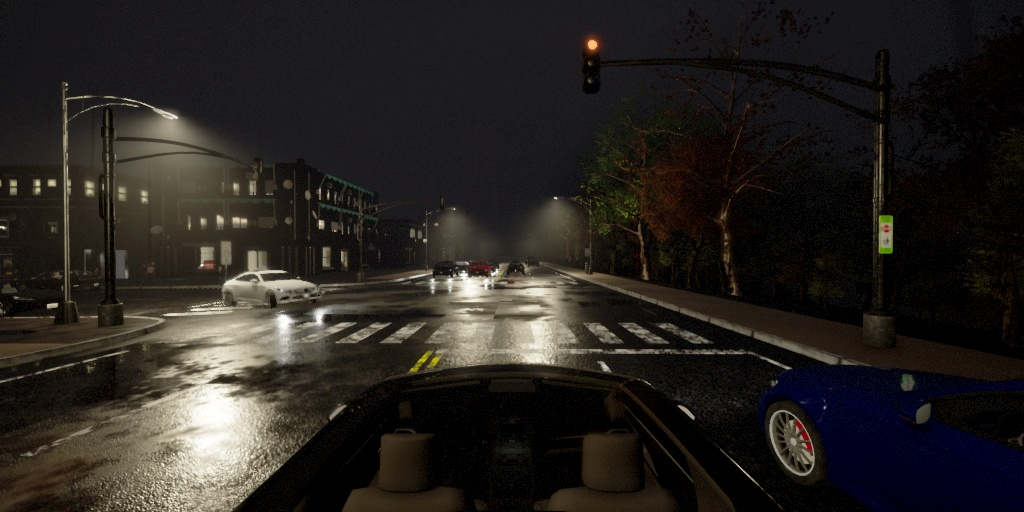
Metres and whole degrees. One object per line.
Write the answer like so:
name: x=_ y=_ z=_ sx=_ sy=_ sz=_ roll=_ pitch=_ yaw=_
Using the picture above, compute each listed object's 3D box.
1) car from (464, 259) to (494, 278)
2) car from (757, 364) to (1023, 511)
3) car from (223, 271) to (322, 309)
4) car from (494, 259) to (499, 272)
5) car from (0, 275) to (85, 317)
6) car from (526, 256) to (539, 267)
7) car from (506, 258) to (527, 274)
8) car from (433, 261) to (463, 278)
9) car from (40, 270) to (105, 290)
car: x=-3.074 y=1.217 z=34.580 sx=1.882 sy=1.535 sz=5.008 roll=0 pitch=0 yaw=1
car: x=3.355 y=1.276 z=1.635 sx=1.812 sy=1.442 sz=4.674 roll=0 pitch=0 yaw=1
car: x=-10.061 y=1.325 z=14.938 sx=4.674 sy=1.442 sz=1.812 roll=-2 pitch=-1 yaw=26
car: x=-2.994 y=1.261 z=44.641 sx=1.812 sy=1.442 sz=4.674 roll=0 pitch=0 yaw=1
car: x=-19.854 y=1.565 z=13.822 sx=4.313 sy=1.339 sz=1.948 roll=0 pitch=0 yaw=1
car: x=3.853 y=1.204 z=64.701 sx=1.882 sy=1.535 sz=5.008 roll=0 pitch=0 yaw=1
car: x=0.399 y=1.244 z=40.042 sx=1.837 sy=1.490 sz=4.892 roll=0 pitch=1 yaw=1
car: x=-6.330 y=1.217 z=34.738 sx=1.882 sy=1.535 sz=5.008 roll=0 pitch=0 yaw=1
car: x=-28.118 y=1.560 z=22.401 sx=4.403 sy=1.370 sz=2.007 roll=0 pitch=0 yaw=1
